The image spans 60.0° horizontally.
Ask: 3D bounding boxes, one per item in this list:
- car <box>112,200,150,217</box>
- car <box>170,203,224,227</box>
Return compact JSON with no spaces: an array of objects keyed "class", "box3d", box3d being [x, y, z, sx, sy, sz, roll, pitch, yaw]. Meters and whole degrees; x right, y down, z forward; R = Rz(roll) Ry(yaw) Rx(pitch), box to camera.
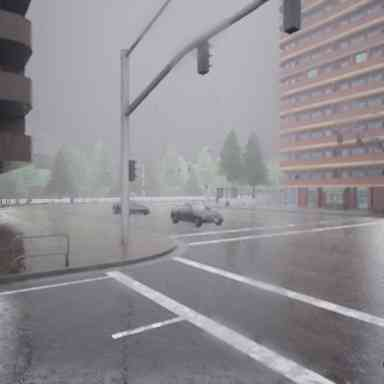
[{"class":"car","box3d":[-5.889,1.511,31.452,2.033,1.411,5.357,0,0,-35]},{"class":"car","box3d":[0.204,1.490,22.659,1.812,1.442,4.674,0,0,-33]}]
